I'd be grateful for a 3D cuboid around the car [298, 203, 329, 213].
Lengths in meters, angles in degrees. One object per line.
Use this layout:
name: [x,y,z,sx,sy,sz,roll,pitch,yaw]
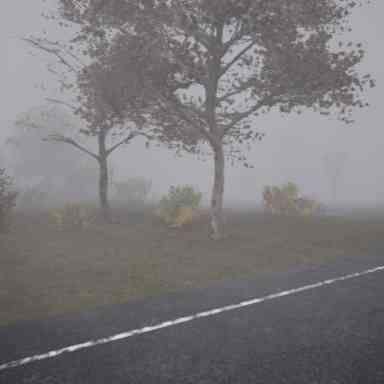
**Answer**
car: [13.377,1.518,38.475,1.837,1.490,4.892,0,1,-35]
